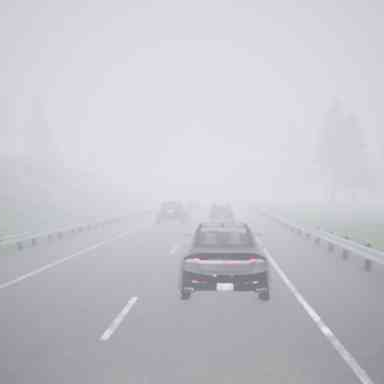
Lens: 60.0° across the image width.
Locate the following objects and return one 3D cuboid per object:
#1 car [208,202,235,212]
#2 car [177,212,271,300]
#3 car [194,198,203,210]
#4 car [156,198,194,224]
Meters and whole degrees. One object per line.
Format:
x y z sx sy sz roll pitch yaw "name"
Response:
2.330 1.513 26.276 2.128 1.511 4.902 -1 0 5 "car"
0.780 1.498 8.417 2.128 1.511 4.902 -1 0 4 "car"
0.350 1.565 43.654 2.128 1.511 4.902 -1 0 6 "car"
-1.326 1.411 25.532 2.097 1.767 4.553 -1 0 6 "car"
